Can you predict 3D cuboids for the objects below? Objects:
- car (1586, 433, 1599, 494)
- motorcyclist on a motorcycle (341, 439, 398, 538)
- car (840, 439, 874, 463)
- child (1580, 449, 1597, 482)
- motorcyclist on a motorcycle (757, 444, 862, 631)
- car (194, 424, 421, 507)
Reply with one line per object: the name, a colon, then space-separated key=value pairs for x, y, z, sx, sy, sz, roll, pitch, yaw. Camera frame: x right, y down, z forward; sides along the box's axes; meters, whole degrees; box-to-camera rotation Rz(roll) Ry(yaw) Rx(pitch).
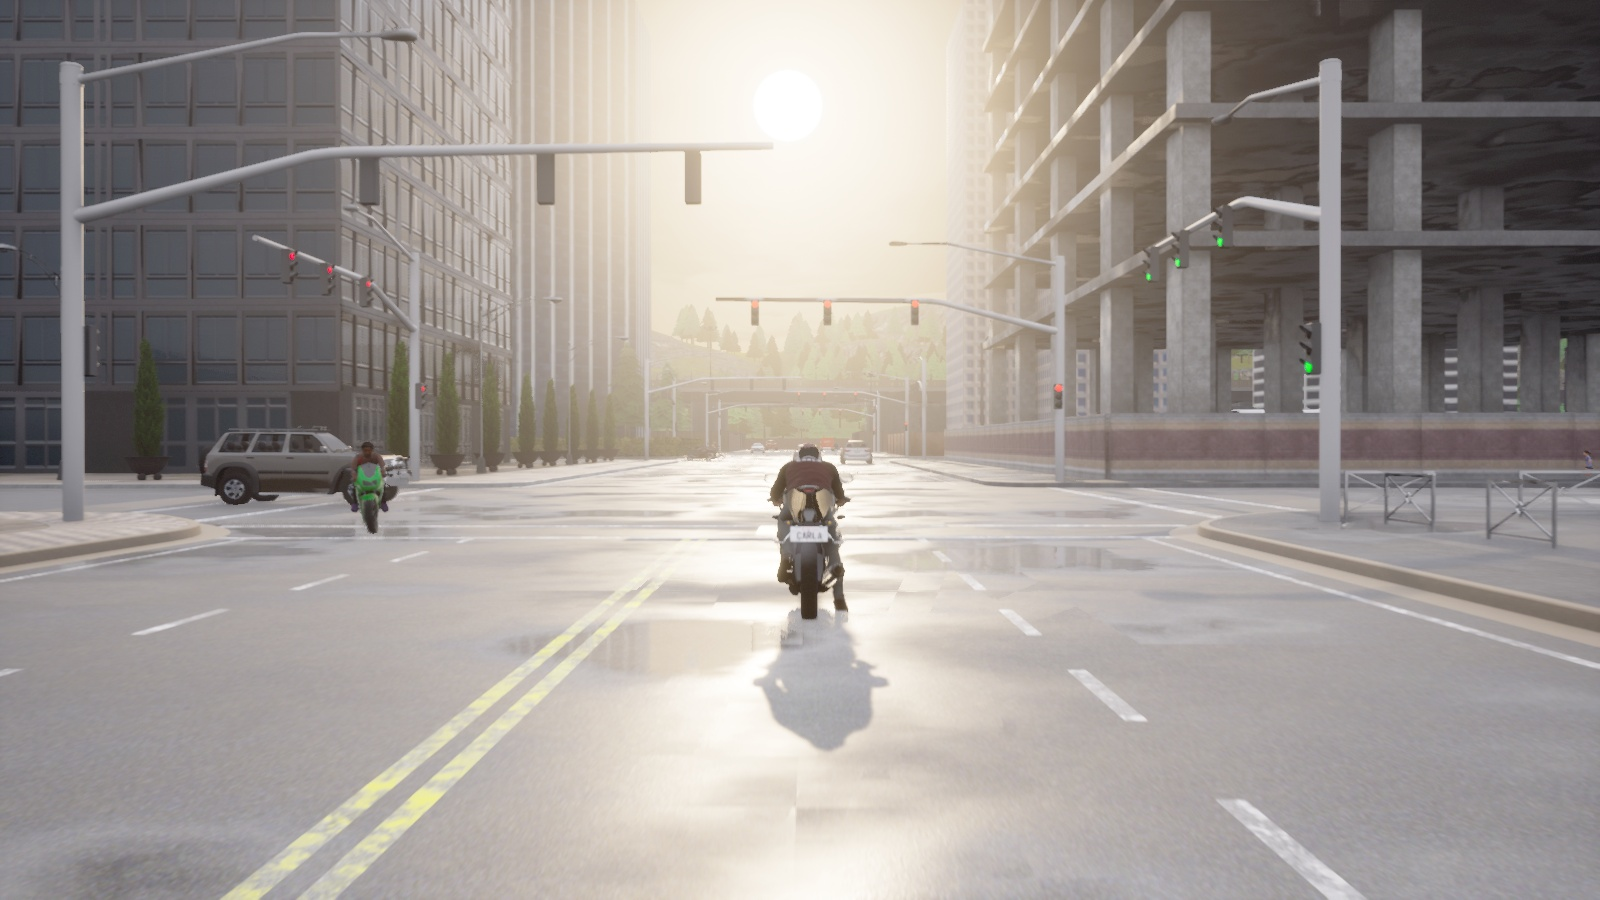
car: x=23.965 y=0.366 z=33.477 sx=4.611 sy=1.667 sz=2.242 roll=0 pitch=0 yaw=0
motorcyclist on a motorcycle: x=-7.213 y=0.599 z=21.023 sx=0.797 sy=1.523 sz=2.044 roll=-2 pitch=2 yaw=-19
car: x=4.030 y=0.086 z=90.129 sx=2.242 sy=1.667 sz=4.611 roll=0 pitch=0 yaw=0
child: x=26.052 y=0.513 z=41.480 sx=0.394 sy=1.110 sz=0.255 roll=0 pitch=0 yaw=8
motorcyclist on a motorcycle: x=0.080 y=0.717 z=11.461 sx=0.866 sy=1.530 sz=2.191 roll=0 pitch=1 yaw=0
car: x=-11.596 y=0.347 z=29.802 sx=4.605 sy=1.855 sz=1.932 roll=1 pitch=0 yaw=-1
